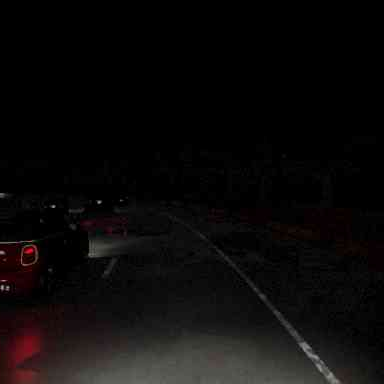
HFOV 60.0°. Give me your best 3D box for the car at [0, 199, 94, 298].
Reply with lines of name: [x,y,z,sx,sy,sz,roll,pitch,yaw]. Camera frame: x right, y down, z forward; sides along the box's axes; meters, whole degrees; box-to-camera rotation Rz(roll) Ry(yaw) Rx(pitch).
car: [-4.050,1.234,8.282,2.097,1.767,4.553,0,1,-5]

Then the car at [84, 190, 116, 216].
car: [-7.680,0.833,27.450,2.150,2.045,5.566,0,1,-16]

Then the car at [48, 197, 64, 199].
car: [-11.542,1.149,28.225,2.033,1.411,5.357,0,1,-18]

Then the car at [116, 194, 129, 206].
car: [-9.296,0.972,41.792,1.994,1.385,4.181,0,1,-23]
